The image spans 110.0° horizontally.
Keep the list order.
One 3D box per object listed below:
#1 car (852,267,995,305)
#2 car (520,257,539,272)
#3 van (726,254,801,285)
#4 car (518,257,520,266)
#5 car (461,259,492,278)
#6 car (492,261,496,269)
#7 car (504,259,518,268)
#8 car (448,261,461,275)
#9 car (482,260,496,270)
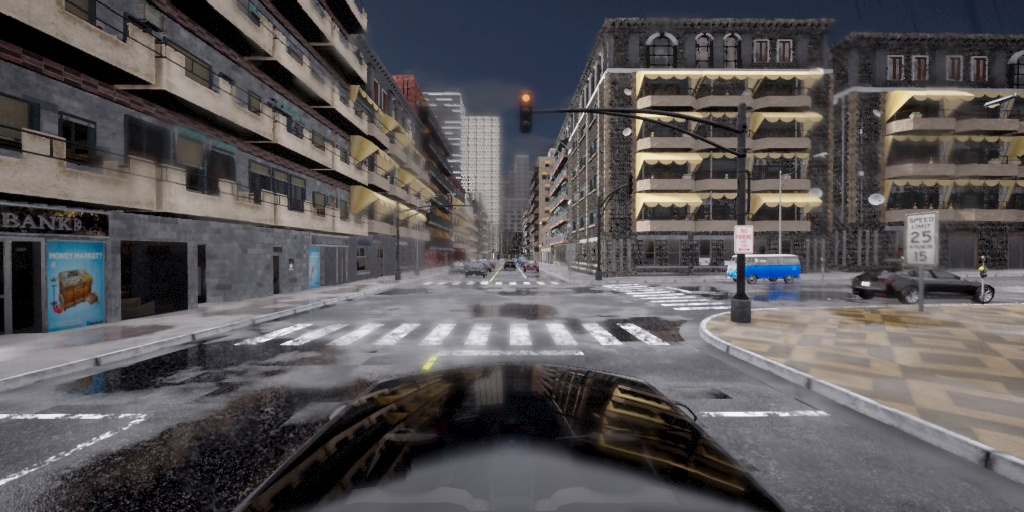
[{"bbox_3d":[15.686,1.077,13.836,4.313,1.339,1.948,0,0,-1],"label":"car"},{"bbox_3d":[2.364,1.198,45.522,1.967,1.591,4.097,0,0,0],"label":"car"},{"bbox_3d":[15.505,0.783,22.214,3.998,1.789,1.690,0,0,-1],"label":"van"},{"bbox_3d":[2.240,1.320,62.105,2.007,1.370,4.403,0,0,0],"label":"car"},{"bbox_3d":[-3.340,1.300,34.536,2.033,1.411,5.357,0,0,0],"label":"car"},{"bbox_3d":[-3.419,1.305,44.818,2.033,1.411,5.357,0,0,0],"label":"car"},{"bbox_3d":[-0.326,1.272,59.327,1.837,1.490,4.892,0,0,0],"label":"car"},{"bbox_3d":[-5.975,1.305,39.937,2.007,1.370,4.403,0,0,0],"label":"car"},{"bbox_3d":[-3.486,1.365,54.751,1.895,1.301,4.718,0,0,0],"label":"car"}]
